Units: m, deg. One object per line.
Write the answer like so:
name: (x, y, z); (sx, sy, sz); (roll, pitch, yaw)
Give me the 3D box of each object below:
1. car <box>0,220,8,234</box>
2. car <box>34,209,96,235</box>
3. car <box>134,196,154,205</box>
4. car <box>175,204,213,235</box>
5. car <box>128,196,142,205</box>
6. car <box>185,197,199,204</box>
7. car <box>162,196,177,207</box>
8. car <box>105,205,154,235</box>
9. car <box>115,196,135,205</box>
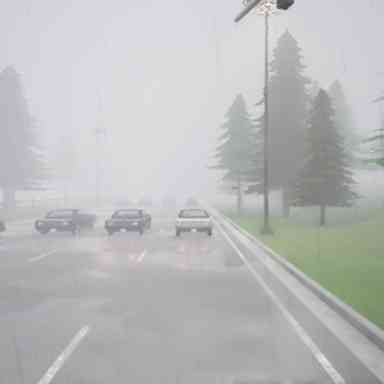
car: (-10.404, 1.547, 14.606); (2.033, 1.411, 5.357); (0, 0, 0)
car: (-6.905, 1.601, 18.764); (1.895, 1.301, 4.718); (0, 0, 0)
car: (-7.013, 1.492, 51.216); (2.128, 1.511, 4.902); (0, 0, 0)
car: (0.096, 1.601, 18.748); (1.895, 1.301, 4.718); (0, 0, 0)
car: (-10.515, 1.527, 61.635); (1.812, 1.442, 4.674); (0, 0, 0)
car: (-0.013, 1.493, 51.218); (2.128, 1.511, 4.902); (0, 0, 0)
car: (-3.513, 1.353, 51.604); (2.097, 1.767, 4.553); (0, 0, 0)
car: (-3.404, 1.601, 18.696); (1.895, 1.301, 4.718); (0, 0, 0)
car: (-10.513, 1.601, 51.662); (1.895, 1.301, 4.718); (0, 0, 0)
